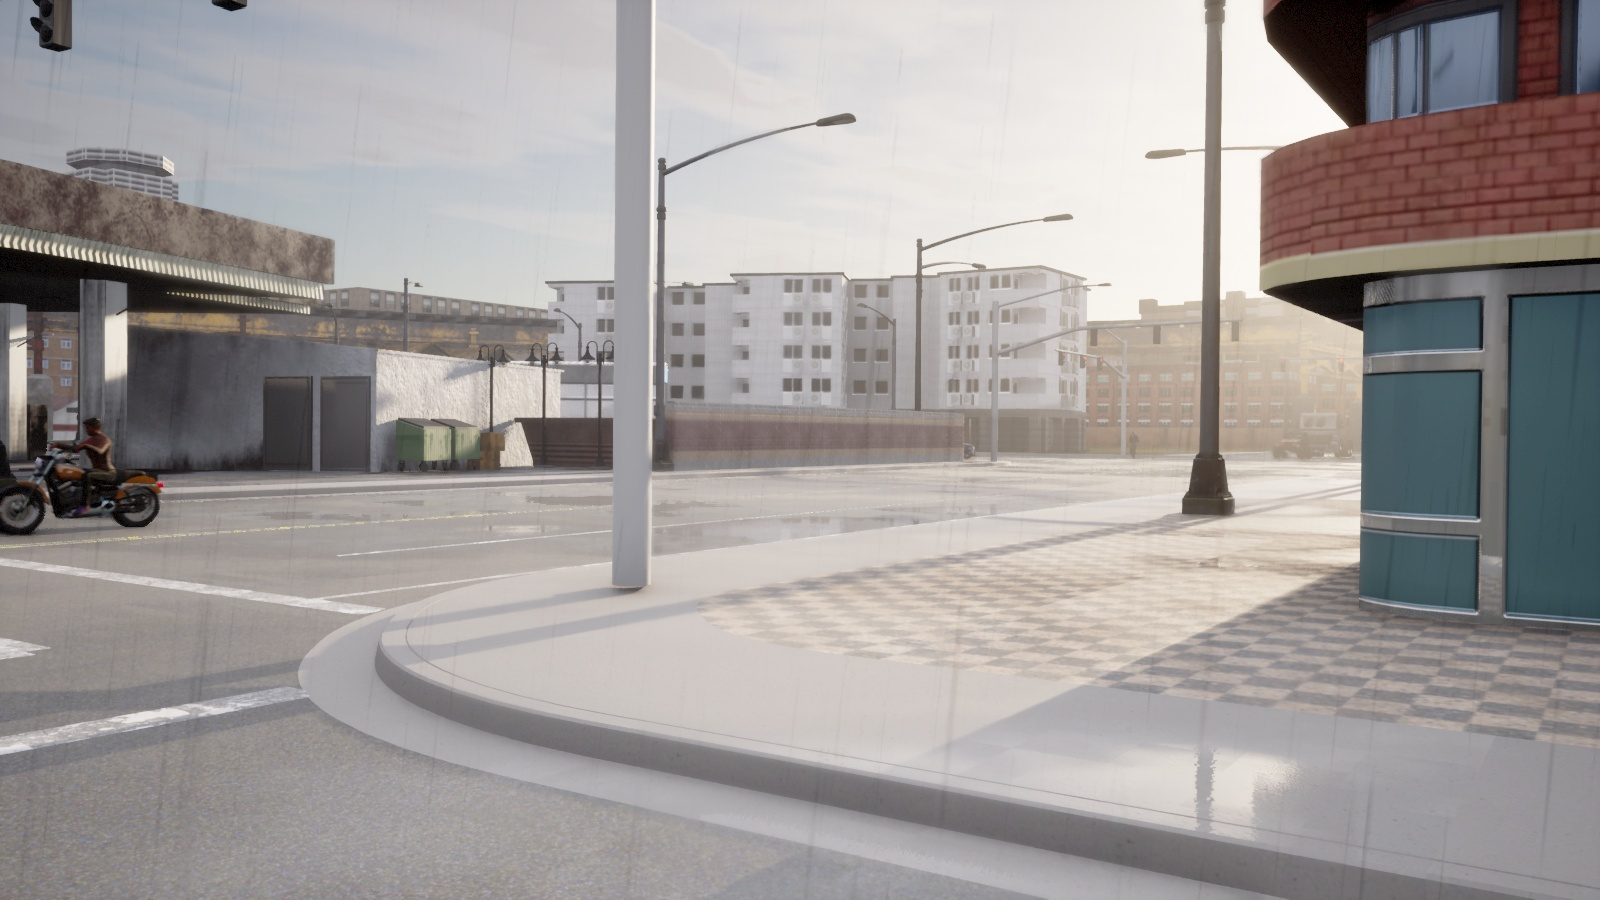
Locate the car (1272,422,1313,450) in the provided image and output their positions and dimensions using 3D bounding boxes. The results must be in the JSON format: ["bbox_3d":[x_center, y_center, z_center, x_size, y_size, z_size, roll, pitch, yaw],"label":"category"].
[{"bbox_3d":[33.856,-0.956,86.304,1.905,1.878,3.866,0,1,33],"label":"car"}]

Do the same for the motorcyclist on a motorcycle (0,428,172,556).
[{"bbox_3d":[-10.168,0.534,17.607,0.766,1.649,2.350,0,1,33],"label":"motorcyclist on a motorcycle"}]
